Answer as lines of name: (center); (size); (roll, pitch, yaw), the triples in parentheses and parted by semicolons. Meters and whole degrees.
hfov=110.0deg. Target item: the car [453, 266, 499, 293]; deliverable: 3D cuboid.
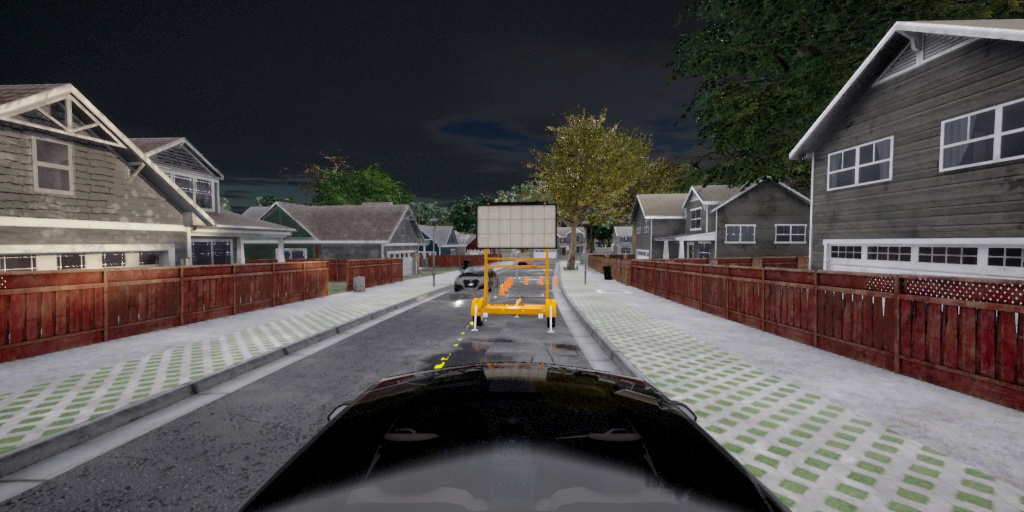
car: (-1.898, 1.231, 20.067); (1.994, 1.385, 4.181); (0, 0, 5)

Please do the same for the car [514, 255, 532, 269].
car: (1.464, 0.676, 46.868); (2.097, 1.767, 4.553); (0, 1, 7)

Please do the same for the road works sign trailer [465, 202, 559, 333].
road works sign trailer: (0.144, 0.193, 10.786); (2.380, 3.560, 2.880); (0, 0, 5)
